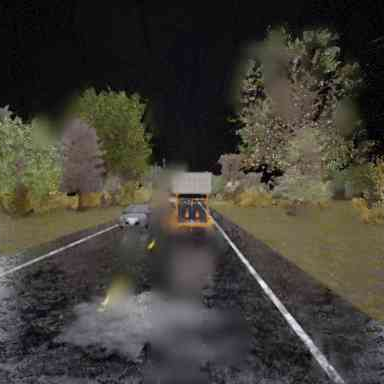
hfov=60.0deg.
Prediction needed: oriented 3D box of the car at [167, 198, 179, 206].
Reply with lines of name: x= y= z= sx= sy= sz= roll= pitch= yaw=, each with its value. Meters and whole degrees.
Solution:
car: x=-3.519 y=1.773 z=61.528 sx=1.882 sy=1.535 sz=5.008 roll=0 pitch=0 yaw=1

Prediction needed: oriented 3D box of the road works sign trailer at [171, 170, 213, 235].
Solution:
road works sign trailer: x=0.011 y=0.540 z=19.420 sx=2.380 sy=3.560 sz=2.880 roll=0 pitch=0 yaw=0

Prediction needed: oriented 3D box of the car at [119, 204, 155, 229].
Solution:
car: x=-3.591 y=1.581 z=22.429 sx=2.128 sy=1.511 sz=4.902 roll=0 pitch=0 yaw=0
